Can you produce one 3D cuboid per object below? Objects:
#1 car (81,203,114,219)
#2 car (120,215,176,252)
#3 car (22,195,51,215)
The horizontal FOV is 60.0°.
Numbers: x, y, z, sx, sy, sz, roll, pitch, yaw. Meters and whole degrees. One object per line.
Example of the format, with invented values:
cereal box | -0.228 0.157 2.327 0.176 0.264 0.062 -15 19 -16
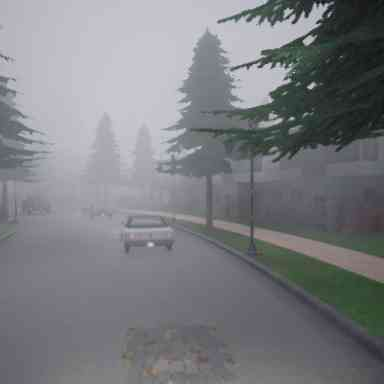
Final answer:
car | -8.608 1.659 29.934 1.895 1.301 4.718 0 0 -30
car | -2.054 1.617 14.184 1.895 1.301 4.718 0 0 -14
car | -17.111 1.321 36.476 2.150 2.045 5.566 0 0 -35
